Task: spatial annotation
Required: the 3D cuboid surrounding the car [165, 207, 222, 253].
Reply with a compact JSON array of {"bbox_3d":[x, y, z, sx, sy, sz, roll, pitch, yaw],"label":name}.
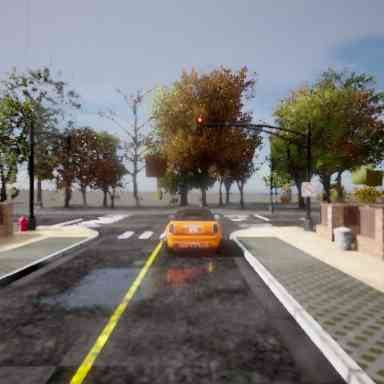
[{"bbox_3d":[0.103,1.381,13.951,2.097,1.767,4.553,0,0,1],"label":"car"}]
